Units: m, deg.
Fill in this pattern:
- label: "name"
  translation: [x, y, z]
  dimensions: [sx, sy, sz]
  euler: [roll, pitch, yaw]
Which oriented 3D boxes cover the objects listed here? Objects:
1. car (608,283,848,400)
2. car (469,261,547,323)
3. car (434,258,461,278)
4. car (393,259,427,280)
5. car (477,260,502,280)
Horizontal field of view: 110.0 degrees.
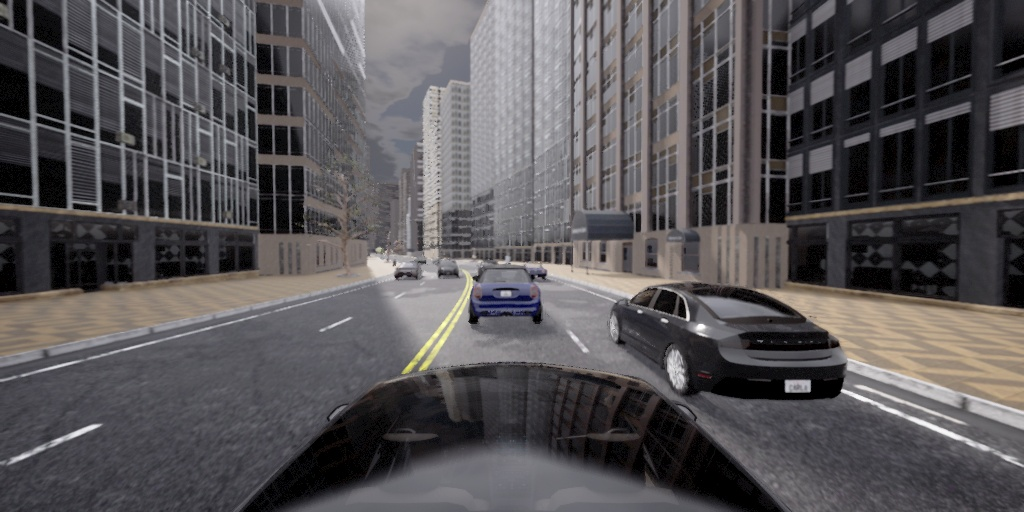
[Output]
- label: "car"
  translation: [3.207, 1.228, 6.513]
  dimensions: [1.837, 1.490, 4.892]
  euler: [0, 0, -1]
- label: "car"
  translation: [-0.264, 1.057, 12.031]
  dimensions: [2.097, 1.767, 4.553]
  euler: [0, 0, -3]
- label: "car"
  translation: [-5.596, 1.143, 31.794]
  dimensions: [1.837, 1.490, 4.892]
  euler: [0, 0, -8]
- label: "car"
  translation: [-8.661, 1.204, 30.385]
  dimensions: [2.033, 1.411, 5.357]
  euler: [0, 0, -8]
- label: "car"
  translation: [-1.992, 1.133, 30.847]
  dimensions: [1.837, 1.490, 4.892]
  euler: [0, 0, -8]
